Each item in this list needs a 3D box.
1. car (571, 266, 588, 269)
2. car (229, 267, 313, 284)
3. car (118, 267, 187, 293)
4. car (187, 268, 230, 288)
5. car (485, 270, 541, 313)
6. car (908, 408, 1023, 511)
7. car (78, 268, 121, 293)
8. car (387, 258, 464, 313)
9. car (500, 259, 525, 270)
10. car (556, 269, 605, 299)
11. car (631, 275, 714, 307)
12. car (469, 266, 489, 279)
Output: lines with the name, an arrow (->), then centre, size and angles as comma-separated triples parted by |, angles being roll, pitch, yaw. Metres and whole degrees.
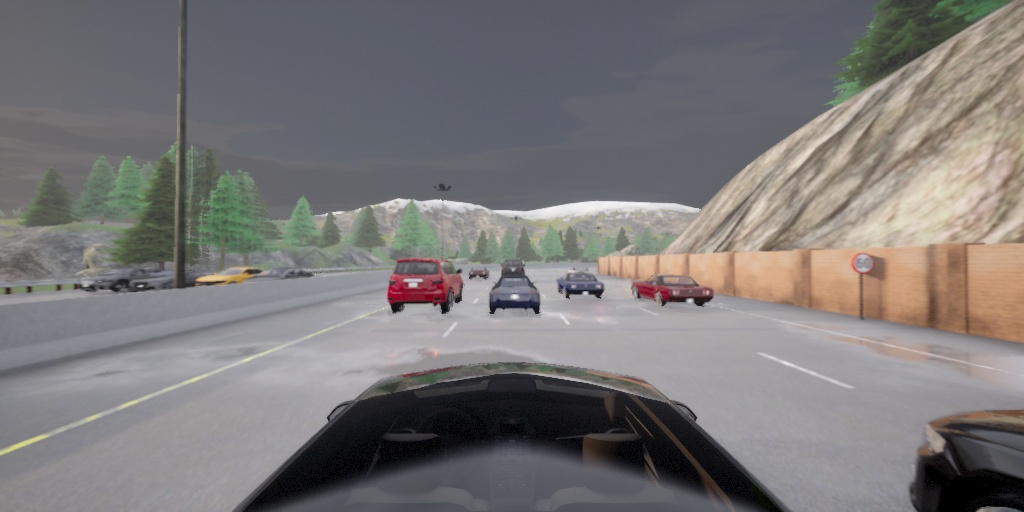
car -> 7.095, 1.760, 38.106 | 1.895, 1.301, 4.718 | 0, -1, 0
car -> -14.100, 1.467, 21.856 | 2.128, 1.511, 4.902 | 0, -1, 0
car -> -21.100, 1.545, 22.358 | 1.994, 1.385, 4.181 | 0, -1, 0
car -> -17.600, 1.467, 23.094 | 1.882, 1.535, 5.008 | 0, -1, 0
car -> 0.099, 1.462, 14.934 | 1.994, 1.385, 4.181 | 0, -1, 0
car -> 3.600, 1.225, 0.362 | 2.128, 1.511, 4.902 | 0, -1, 0
car -> -24.600, 1.482, 23.174 | 2.128, 1.511, 4.902 | 0, -1, 0
car -> -3.401, 1.121, 15.012 | 2.150, 2.045, 5.566 | 0, -1, 0
car -> 0.096, 1.333, 33.950 | 2.150, 2.045, 5.566 | 0, -1, 0
car -> 3.598, 1.553, 19.732 | 1.895, 1.301, 4.718 | 0, -1, 0
car -> 7.099, 1.517, 16.508 | 1.895, 1.301, 4.718 | 0, -1, 0
car -> -3.403, 1.757, 37.888 | 1.895, 1.301, 4.718 | 0, -1, 0
